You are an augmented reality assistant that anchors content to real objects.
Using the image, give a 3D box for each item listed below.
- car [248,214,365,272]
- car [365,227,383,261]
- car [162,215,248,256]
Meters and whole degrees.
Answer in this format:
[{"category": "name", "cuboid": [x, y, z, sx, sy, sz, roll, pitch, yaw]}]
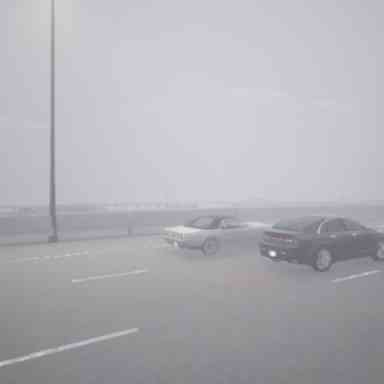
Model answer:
[{"category": "car", "cuboid": [4.339, 1.468, 10.619, 4.892, 1.490, 1.837, 0, 0, -31]}, {"category": "car", "cuboid": [6.655, 1.469, 7.927, 4.902, 1.511, 2.128, 0, 0, -31]}, {"category": "car", "cuboid": [1.319, 1.547, 12.884, 4.718, 1.301, 1.895, 0, 0, -32]}]
